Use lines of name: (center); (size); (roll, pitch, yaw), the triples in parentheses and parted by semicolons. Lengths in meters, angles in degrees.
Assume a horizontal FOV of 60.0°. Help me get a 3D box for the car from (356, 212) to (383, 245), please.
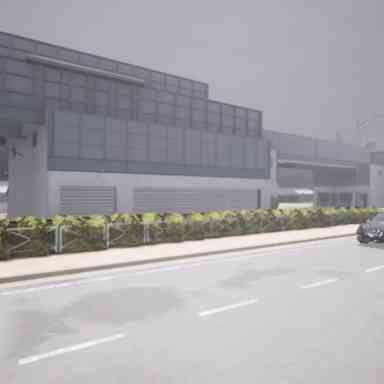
car: (9.286, 1.584, 14.901); (4.892, 1.490, 1.837); (1, -1, -35)
